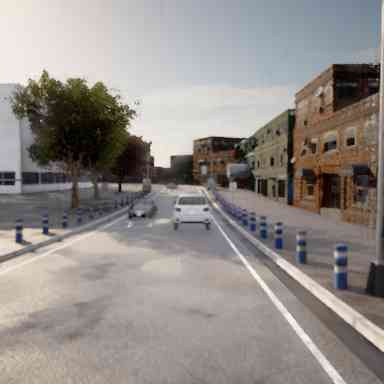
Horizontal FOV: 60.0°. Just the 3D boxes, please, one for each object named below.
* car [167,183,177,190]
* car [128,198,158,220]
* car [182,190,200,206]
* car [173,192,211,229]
[{"bbox_3d":[-3.944,-1.159,66.440,1.994,1.385,4.181,0,4,0],"label":"car"},{"bbox_3d":[-3.732,1.257,25.825,2.128,1.511,4.902,0,2,0],"label":"car"},{"bbox_3d":[-0.115,0.659,40.095,2.033,1.411,5.357,0,4,0],"label":"car"},{"bbox_3d":[-0.009,1.102,21.118,2.150,2.045,5.566,0,1,0],"label":"car"}]
